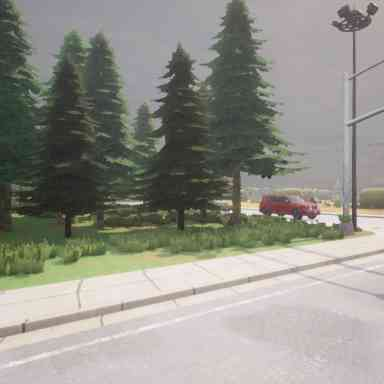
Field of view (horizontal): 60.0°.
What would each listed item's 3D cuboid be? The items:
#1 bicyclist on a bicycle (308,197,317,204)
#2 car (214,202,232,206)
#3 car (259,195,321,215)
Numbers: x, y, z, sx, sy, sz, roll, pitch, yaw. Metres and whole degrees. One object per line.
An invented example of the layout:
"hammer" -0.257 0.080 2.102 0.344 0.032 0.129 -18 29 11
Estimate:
"bicyclist on a bicycle" 12.903 1.327 35.575 1.656 1.620 0.582 0 0 -34
"car" 2.487 1.518 37.528 2.128 1.511 4.902 0 0 -34
"car" 8.346 1.248 28.993 2.150 2.045 5.566 0 0 -34
